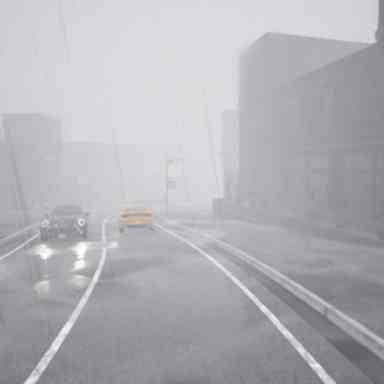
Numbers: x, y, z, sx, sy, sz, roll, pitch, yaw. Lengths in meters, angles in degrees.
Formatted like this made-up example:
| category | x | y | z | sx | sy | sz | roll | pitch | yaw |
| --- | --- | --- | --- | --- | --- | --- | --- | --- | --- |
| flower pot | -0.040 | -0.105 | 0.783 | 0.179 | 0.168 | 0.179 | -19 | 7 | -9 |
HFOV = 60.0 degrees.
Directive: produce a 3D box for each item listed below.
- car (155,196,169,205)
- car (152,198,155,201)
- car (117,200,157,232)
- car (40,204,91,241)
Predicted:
| category | x | y | z | sx | sy | sz | roll | pitch | yaw |
| --- | --- | --- | --- | --- | --- | --- | --- | --- | --- |
| car | -5.758 | 1.548 | 59.070 | 1.837 | 1.490 | 4.892 | 2 | 1 | 23 |
| car | -6.145 | 1.628 | 41.000 | 1.994 | 1.385 | 4.181 | 0 | 0 | 2 |
| car | -3.559 | 1.475 | 20.527 | 1.882 | 1.535 | 5.008 | -1 | 0 | -14 |
| car | -6.398 | 1.421 | 17.221 | 2.097 | 1.767 | 4.553 | -1 | 0 | -14 |
